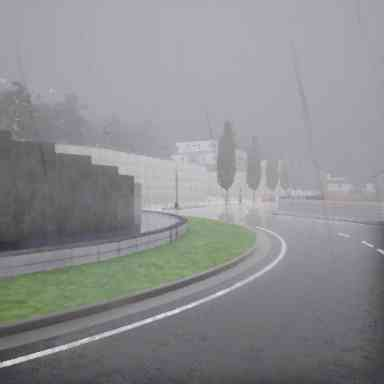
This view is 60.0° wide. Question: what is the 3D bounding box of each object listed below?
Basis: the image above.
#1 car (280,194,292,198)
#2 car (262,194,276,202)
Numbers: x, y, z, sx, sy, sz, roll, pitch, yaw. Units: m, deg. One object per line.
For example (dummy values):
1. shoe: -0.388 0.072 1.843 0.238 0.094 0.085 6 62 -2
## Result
1. car: 19.819 1.296 69.801 1.837 1.490 4.892 0 0 27
2. car: 16.315 1.122 70.647 2.097 1.767 4.553 0 0 27
